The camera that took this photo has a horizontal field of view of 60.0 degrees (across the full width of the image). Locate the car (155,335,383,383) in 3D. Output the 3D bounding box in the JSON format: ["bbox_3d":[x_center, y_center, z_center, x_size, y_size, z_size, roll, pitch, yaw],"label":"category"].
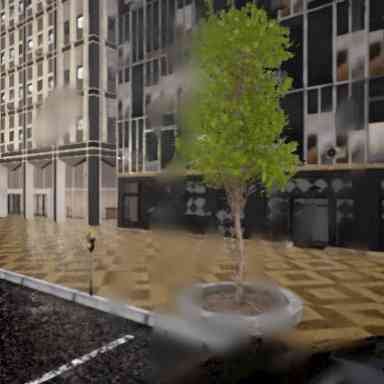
[{"bbox_3d":[1.544,1.568,1.776,4.313,1.339,1.947,0,0,35],"label":"car"}]
